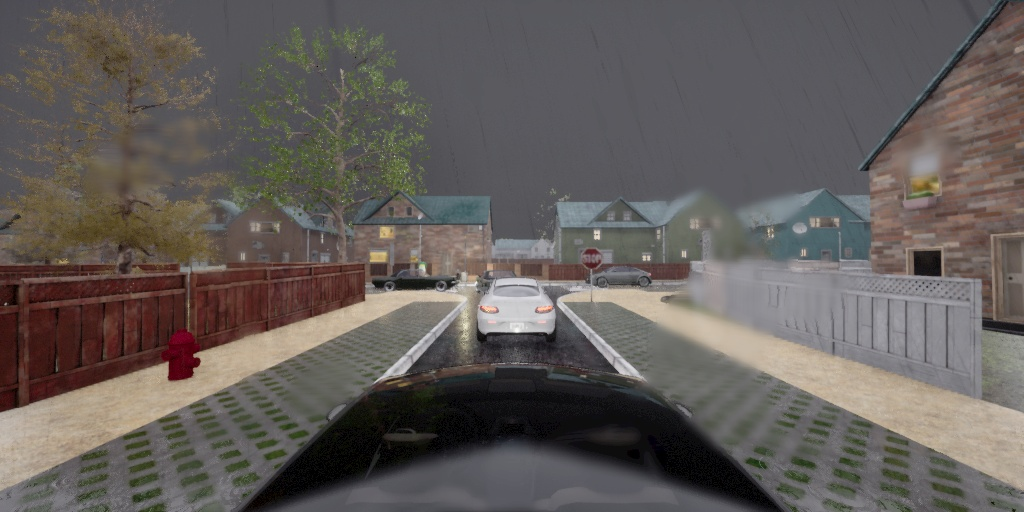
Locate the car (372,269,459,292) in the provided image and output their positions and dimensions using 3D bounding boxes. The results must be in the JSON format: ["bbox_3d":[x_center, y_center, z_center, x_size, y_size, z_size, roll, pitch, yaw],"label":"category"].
[{"bbox_3d":[-5.489,1.416,20.923,4.718,1.301,1.895,-1,-1,1],"label":"car"}]

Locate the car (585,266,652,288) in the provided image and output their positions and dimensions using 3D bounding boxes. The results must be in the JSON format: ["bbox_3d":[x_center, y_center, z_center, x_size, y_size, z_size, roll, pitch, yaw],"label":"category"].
[{"bbox_3d":[6.982,1.340,23.714,4.181,1.385,1.994,0,-1,0],"label":"car"}]

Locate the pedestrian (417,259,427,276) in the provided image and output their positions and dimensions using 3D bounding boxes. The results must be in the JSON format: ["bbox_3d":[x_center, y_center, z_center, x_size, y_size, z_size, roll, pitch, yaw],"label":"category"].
[{"bbox_3d":[-6.709,1.118,26.808,0.375,1.860,0.375,0,-1,1],"label":"pedestrian"}]

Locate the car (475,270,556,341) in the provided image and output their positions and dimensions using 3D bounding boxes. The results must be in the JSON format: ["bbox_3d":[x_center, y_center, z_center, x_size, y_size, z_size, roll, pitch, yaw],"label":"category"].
[{"bbox_3d":[0.100,1.279,9.721,1.812,1.442,4.674,0,0,0],"label":"car"}]

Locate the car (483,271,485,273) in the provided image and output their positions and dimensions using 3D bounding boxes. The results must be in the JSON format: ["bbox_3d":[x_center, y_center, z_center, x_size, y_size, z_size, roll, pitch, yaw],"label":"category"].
[{"bbox_3d":[-0.762,1.366,18.540,1.895,1.301,4.718,0,-1,-12],"label":"car"}]

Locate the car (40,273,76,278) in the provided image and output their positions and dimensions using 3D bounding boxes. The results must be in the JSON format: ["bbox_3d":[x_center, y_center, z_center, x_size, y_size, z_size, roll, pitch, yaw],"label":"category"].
[{"bbox_3d":[-25.944,1.636,21.191,4.718,1.301,1.895,-1,-1,1],"label":"car"}]
